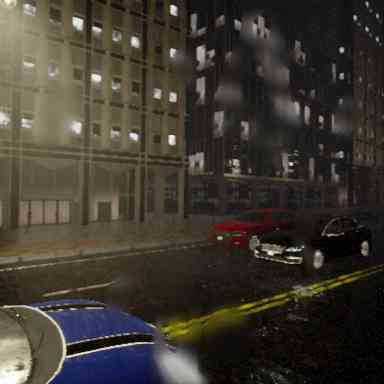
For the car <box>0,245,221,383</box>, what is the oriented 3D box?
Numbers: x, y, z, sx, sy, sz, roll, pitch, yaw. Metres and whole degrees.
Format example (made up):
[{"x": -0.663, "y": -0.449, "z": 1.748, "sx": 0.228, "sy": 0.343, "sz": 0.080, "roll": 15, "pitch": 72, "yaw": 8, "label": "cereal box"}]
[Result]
[{"x": -2.052, "y": 1.356, "z": 2.044, "sx": 4.553, "sy": 1.767, "sz": 2.097, "roll": 0, "pitch": 0, "yaw": -35, "label": "car"}]

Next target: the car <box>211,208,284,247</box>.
[{"x": 3.025, "y": 1.480, "z": 14.239, "sx": 5.008, "sy": 1.535, "sz": 1.882, "roll": 0, "pitch": 0, "yaw": -38, "label": "car"}]

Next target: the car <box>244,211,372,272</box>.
[{"x": 4.156, "y": 1.507, "z": 11.002, "sx": 4.892, "sy": 1.490, "sz": 1.837, "roll": 0, "pitch": 0, "yaw": -38, "label": "car"}]
